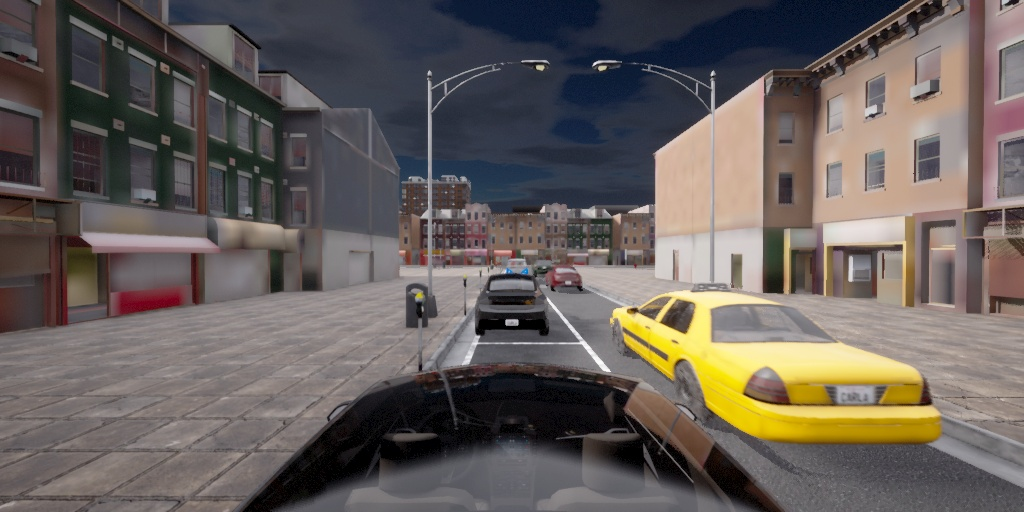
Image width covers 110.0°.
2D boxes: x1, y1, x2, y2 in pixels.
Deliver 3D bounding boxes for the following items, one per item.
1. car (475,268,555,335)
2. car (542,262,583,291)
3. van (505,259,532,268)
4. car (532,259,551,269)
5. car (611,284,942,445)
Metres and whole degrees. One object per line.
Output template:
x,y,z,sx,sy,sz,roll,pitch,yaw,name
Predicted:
0.000,1.253,10.501,1.837,1.490,4.892,0,0,0,car
3.071,1.277,21.705,1.812,1.442,4.674,0,0,0,car
0.382,1.095,27.349,1.690,1.789,3.998,0,0,0,van
3.065,1.111,35.876,2.097,1.767,4.553,0,0,1,car
3.021,1.205,5.721,1.801,1.575,5.366,0,0,0,car
